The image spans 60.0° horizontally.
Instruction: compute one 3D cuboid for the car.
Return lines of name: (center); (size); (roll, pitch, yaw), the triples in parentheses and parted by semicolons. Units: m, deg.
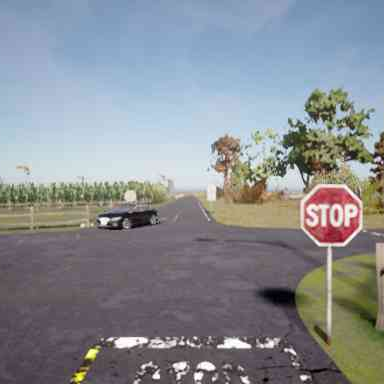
car: (-3.972, 1.499, 21.317); (2.128, 1.511, 4.902); (1, 1, 26)
